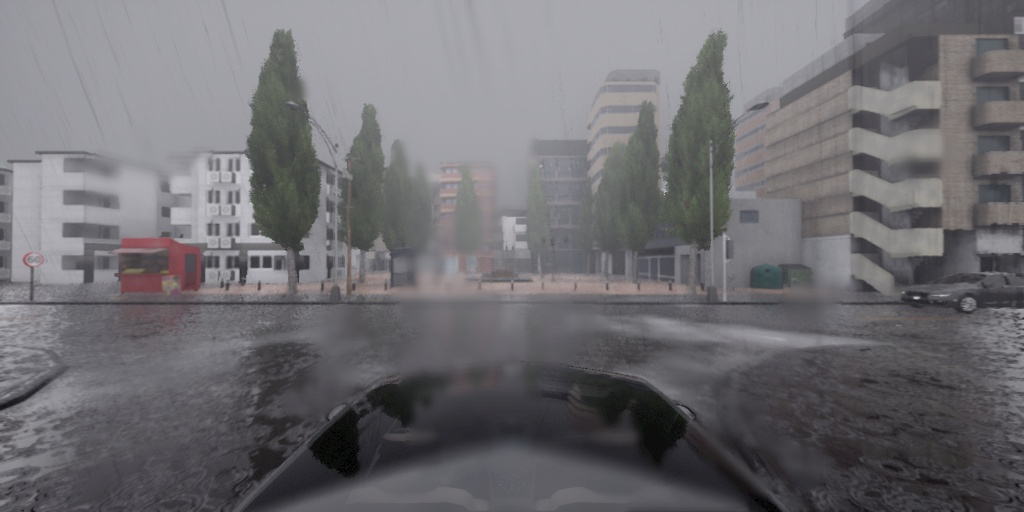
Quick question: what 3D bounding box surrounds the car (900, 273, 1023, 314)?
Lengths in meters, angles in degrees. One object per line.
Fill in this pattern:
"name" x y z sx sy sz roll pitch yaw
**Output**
"car" 18.436 1.419 14.240 4.892 1.490 1.837 0 -1 0
